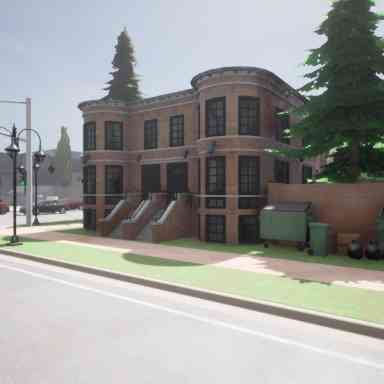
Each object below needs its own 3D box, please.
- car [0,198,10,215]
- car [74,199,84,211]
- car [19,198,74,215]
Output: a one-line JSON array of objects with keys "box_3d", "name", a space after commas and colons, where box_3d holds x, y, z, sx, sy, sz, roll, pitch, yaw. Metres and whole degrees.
[{"box_3d": [-20.189, 1.352, 31.957, 2.097, 1.767, 4.553, 0, 0, 35], "name": "car"}, {"box_3d": [-14.974, 1.478, 39.563, 1.882, 1.535, 5.008, 0, 0, 33], "name": "car"}, {"box_3d": [-14.802, 1.505, 33.568, 1.837, 1.490, 4.892, 0, 0, 34], "name": "car"}]
